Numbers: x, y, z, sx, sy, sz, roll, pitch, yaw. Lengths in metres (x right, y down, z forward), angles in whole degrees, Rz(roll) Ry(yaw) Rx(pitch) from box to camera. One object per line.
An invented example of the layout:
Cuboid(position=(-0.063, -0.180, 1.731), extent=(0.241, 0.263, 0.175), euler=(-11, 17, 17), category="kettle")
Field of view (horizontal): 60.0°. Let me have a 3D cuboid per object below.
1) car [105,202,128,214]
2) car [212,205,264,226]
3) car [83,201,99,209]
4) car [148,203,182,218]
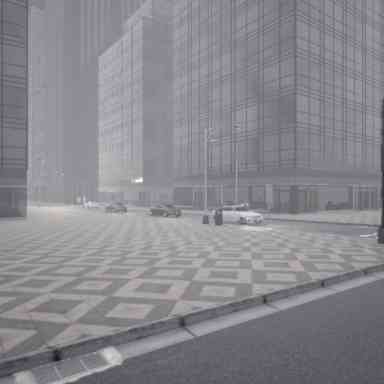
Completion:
Cuboid(position=(-10.481, 2.149, 45.736), extent=(1.837, 1.490, 4.892), euler=(0, 0, -36), category="car")
Cuboid(position=(3.511, 1.802, 26.373), extent=(1.812, 1.442, 4.674), euler=(0, -1, -36), category="car")
Cuboid(position=(-19.182, 2.476, 63.100), extent=(1.812, 1.442, 4.674), euler=(0, -1, -36), category="car")
Cuboid(position=(-2.934, 1.950, 35.269), extent=(1.837, 1.490, 4.892), euler=(0, -1, -36), category="car")
